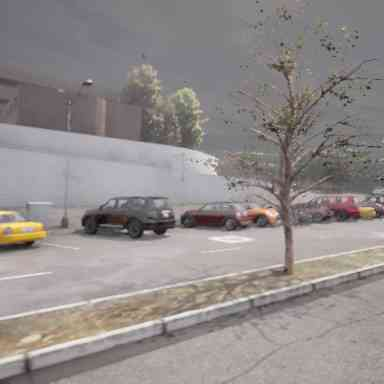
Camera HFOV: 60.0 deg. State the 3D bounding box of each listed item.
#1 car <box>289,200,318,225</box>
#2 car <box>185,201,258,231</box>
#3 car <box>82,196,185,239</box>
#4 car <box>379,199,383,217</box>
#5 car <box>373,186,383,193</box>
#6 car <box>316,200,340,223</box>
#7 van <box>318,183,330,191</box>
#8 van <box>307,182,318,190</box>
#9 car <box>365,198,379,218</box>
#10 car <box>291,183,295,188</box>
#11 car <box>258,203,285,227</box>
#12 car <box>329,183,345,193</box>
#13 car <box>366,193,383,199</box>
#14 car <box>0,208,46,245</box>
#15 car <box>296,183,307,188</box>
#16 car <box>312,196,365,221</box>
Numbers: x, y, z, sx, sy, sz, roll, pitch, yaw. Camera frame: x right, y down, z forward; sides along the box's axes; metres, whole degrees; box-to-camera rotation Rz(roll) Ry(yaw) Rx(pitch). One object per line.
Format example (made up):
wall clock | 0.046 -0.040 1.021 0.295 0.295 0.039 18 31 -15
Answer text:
car | 6.337 1.564 24.729 4.892 1.521 2.231 -1 -1 35
car | 1.475 1.404 21.222 4.553 1.767 2.185 -1 -1 35
car | -3.467 1.255 17.772 5.566 2.045 2.435 -1 -1 35
car | 16.130 1.684 31.671 4.674 1.452 2.002 -1 -1 35
car | 39.242 -0.072 69.516 2.435 2.045 5.566 7 3 35
car | 8.758 1.611 26.474 4.792 1.488 2.163 -1 -1 35
van | 32.280 -1.137 79.270 1.878 1.987 4.442 7 3 35
van | 30.553 -1.410 81.743 1.878 1.987 4.442 7 3 35
car | 13.524 1.622 30.045 5.366 1.575 1.946 -1 -1 35
car | 27.151 -1.688 86.797 2.002 1.452 4.674 7 3 35
car | 3.870 1.420 23.005 4.553 1.767 2.185 -1 -1 35
car | 34.037 -0.638 76.905 2.231 1.521 4.892 7 3 35
car | 18.560 1.414 33.429 5.566 2.045 2.435 -1 -1 35
car | -8.482 1.494 14.381 5.366 1.575 1.946 -1 -1 35
car | 28.980 -1.456 84.475 1.946 1.575 5.366 7 3 35
car | 11.204 1.351 28.219 5.566 2.045 2.435 -1 -1 35
